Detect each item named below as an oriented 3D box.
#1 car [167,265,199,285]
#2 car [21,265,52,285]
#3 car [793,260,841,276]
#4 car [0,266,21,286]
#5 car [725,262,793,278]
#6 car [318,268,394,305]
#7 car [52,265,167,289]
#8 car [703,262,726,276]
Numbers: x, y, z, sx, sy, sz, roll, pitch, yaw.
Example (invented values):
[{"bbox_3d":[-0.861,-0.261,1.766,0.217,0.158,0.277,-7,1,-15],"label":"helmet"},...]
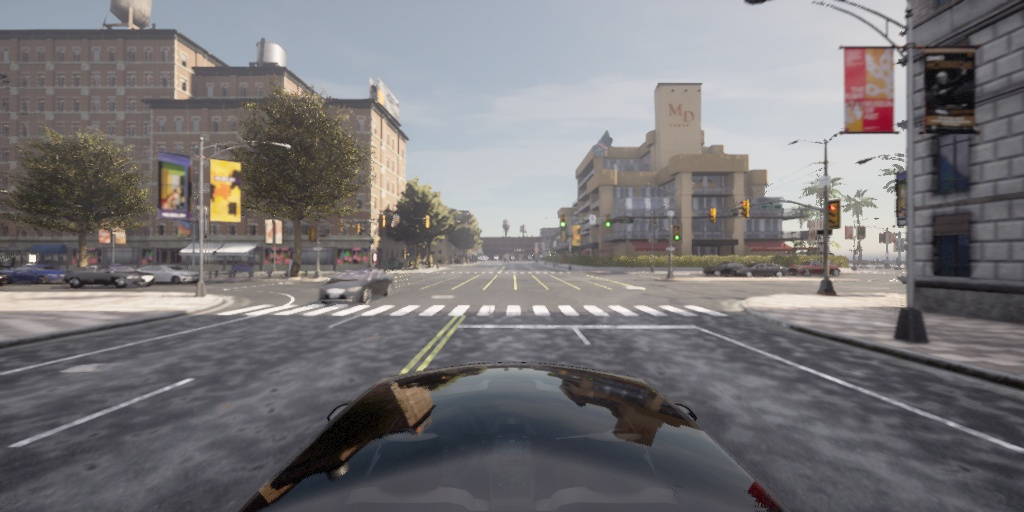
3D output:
[{"bbox_3d":[-26.327,1.393,27.289,4.674,1.442,1.812,0,0,0],"label":"car"},{"bbox_3d":[-36.131,1.394,27.356,4.674,1.442,1.812,0,0,0],"label":"car"},{"bbox_3d":[32.339,1.268,38.564,4.553,1.767,2.097,0,0,1],"label":"car"},{"bbox_3d":[-36.767,1.344,23.858,4.902,1.511,2.128,0,0,0],"label":"car"},{"bbox_3d":[24.142,1.404,35.150,4.892,1.490,1.837,0,0,1],"label":"car"},{"bbox_3d":[-6.988,1.315,16.584,2.128,1.511,4.902,0,0,0],"label":"car"},{"bbox_3d":[-26.548,1.343,23.790,4.902,1.511,2.128,0,0,0],"label":"car"},{"bbox_3d":[23.251,1.393,38.659,5.008,1.535,1.882,0,0,0],"label":"car"}]
